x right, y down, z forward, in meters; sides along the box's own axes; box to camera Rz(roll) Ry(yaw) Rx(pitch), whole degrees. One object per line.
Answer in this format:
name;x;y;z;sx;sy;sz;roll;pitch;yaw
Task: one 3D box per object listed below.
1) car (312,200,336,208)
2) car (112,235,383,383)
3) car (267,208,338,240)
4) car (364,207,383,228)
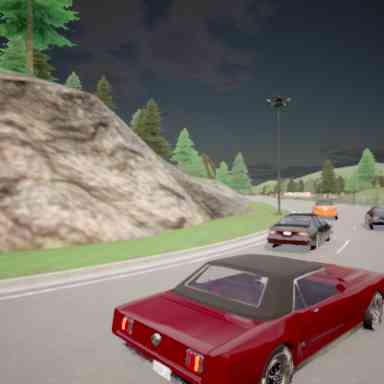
car;12.707;1.594;32.021;2.097;1.767;4.553;0;-1;18
car;1.311;1.646;5.110;4.718;1.301;1.895;0;-1;-42
car;5.014;1.667;15.053;2.033;1.411;5.357;-1;-1;32
car;13.068;1.703;22.864;2.033;1.411;5.357;0;-1;24
